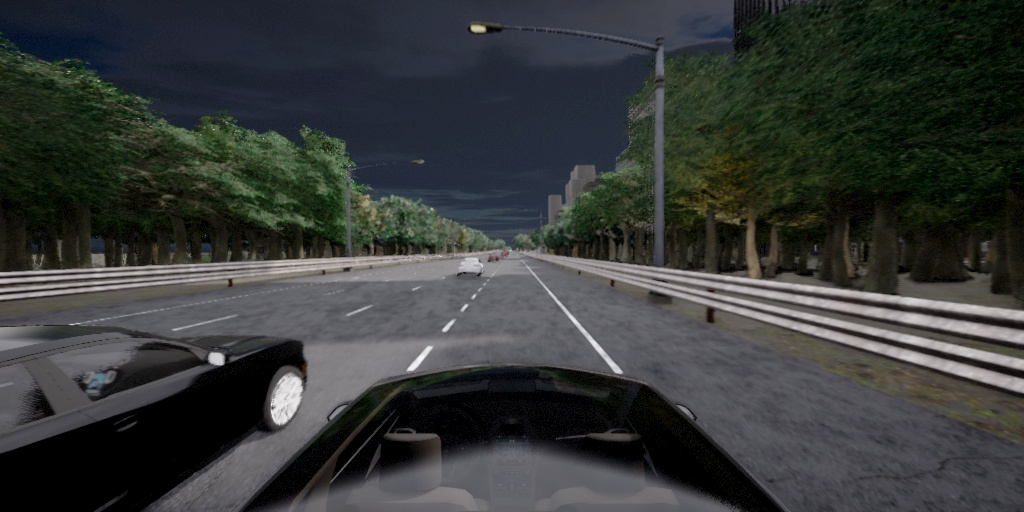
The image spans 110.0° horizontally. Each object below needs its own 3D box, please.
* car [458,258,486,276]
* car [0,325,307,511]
[{"bbox_3d":[-3.365,0.870,29.937,1.812,1.442,4.674,0,1,0],"label":"car"},{"bbox_3d":[-3.490,1.225,2.462,1.882,1.535,5.008,0,1,0],"label":"car"}]
